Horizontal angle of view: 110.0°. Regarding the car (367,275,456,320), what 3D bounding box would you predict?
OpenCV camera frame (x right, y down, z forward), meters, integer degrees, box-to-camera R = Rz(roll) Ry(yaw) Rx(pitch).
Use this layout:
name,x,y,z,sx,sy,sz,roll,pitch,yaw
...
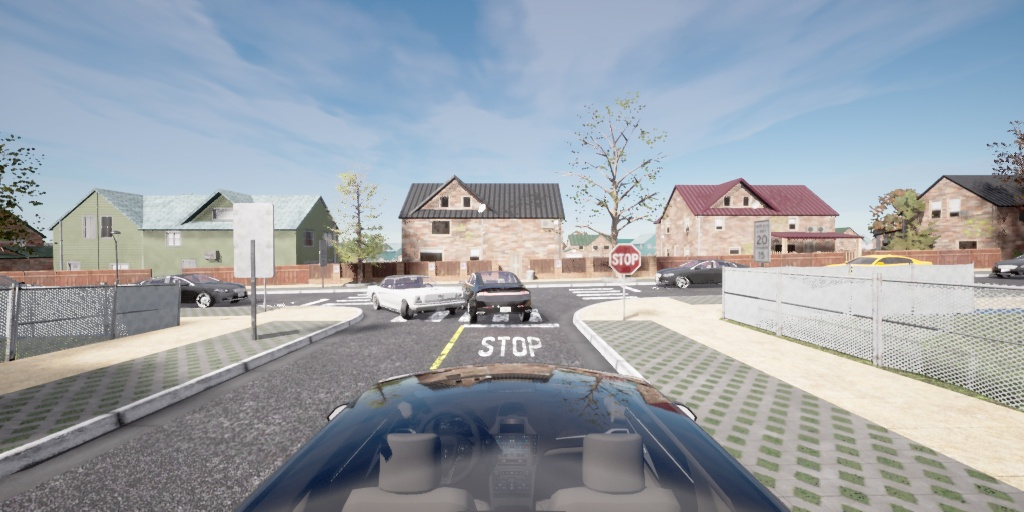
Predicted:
name,x,y,z,sx,sy,sz,roll,pitch,yaw
car,-3.598,1.367,12.962,1.895,1.301,4.718,0,0,-38

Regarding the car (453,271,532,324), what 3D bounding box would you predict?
name,x,y,z,sx,sy,sz,roll,pitch,yaw
car,-0.681,1.242,12.101,2.128,1.511,4.902,0,0,-12

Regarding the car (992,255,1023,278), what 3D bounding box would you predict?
name,x,y,z,sx,sy,sz,roll,pitch,yaw
car,29.392,0.477,19.571,4.902,1.511,2.128,-1,1,0

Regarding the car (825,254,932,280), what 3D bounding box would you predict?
name,x,y,z,sx,sy,sz,roll,pitch,yaw
car,19.768,0.690,19.538,5.008,1.535,1.882,-1,1,-1

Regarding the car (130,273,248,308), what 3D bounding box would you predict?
name,x,y,z,sx,sy,sz,roll,pitch,yaw
car,-14.897,1.566,16.462,4.902,1.511,2.128,-1,1,0

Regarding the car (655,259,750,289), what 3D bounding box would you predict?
name,x,y,z,sx,sy,sz,roll,pitch,yaw
car,10.337,0.925,19.505,4.902,1.511,2.128,-1,1,0

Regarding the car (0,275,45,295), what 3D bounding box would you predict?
name,x,y,z,sx,sy,sz,roll,pitch,yaw
car,-24.234,1.648,16.425,4.553,1.767,2.097,-1,1,0
